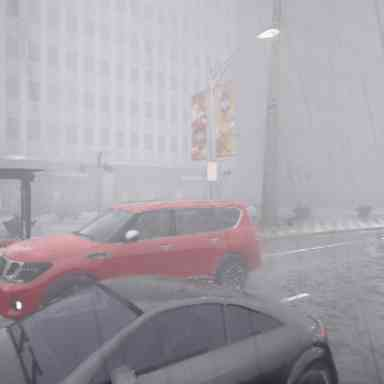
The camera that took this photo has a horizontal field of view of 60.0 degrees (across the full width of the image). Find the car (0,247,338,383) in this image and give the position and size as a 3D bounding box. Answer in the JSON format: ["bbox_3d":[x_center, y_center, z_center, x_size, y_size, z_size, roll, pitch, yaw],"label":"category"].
[{"bbox_3d":[-0.585,1.559,3.001,4.181,1.385,1.994,0,0,-35],"label":"car"}]

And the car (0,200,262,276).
[{"bbox_3d":[-0.975,1.210,7.036,5.566,2.045,2.150,0,0,-35],"label":"car"}]
